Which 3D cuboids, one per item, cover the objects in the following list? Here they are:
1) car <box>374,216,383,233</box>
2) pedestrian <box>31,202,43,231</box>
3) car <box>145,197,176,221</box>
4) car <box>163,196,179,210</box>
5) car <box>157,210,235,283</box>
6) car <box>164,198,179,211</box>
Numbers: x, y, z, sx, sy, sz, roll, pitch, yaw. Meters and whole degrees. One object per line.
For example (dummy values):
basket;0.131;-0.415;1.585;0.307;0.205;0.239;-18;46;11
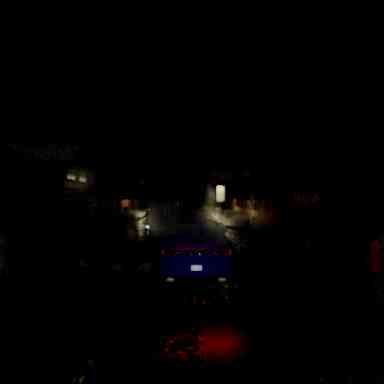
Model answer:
car;12.260;1.446;17.446;5.008;1.535;1.882;-1;-2;1
pedestrian;-9.667;1.509;20.653;0.375;1.860;0.375;0;-1;1
car;-2.845;1.550;29.491;2.097;1.767;4.553;0;-1;0
car;-2.856;1.521;39.300;2.150;2.045;5.566;0;-1;0
car;0.099;1.529;9.842;1.882;1.535;5.008;0;0;0
car;-3.003;1.783;49.474;2.097;1.767;4.553;0;-1;-2
